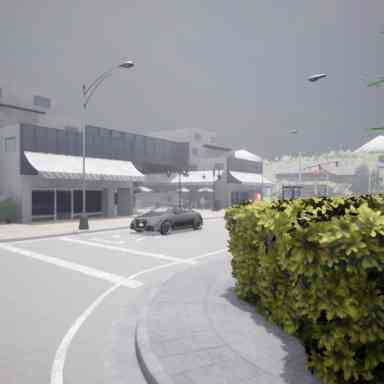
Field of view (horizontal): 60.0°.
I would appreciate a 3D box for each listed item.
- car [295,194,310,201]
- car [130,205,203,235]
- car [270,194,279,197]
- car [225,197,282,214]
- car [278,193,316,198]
[{"bbox_3d":[25.939,1.312,77.884,2.007,1.523,4.514,0,0,37],"label":"car"},{"bbox_3d":[-1.223,1.387,17.485,1.994,1.385,4.181,0,0,38],"label":"car"},{"bbox_3d":[18.745,1.246,74.513,1.970,1.475,3.806,0,0,37],"label":"car"},{"bbox_3d":[4.505,1.371,24.917,2.033,1.411,5.357,0,0,38],"label":"car"},{"bbox_3d":[10.732,1.175,32.978,2.097,1.767,4.553,0,0,38],"label":"car"}]
